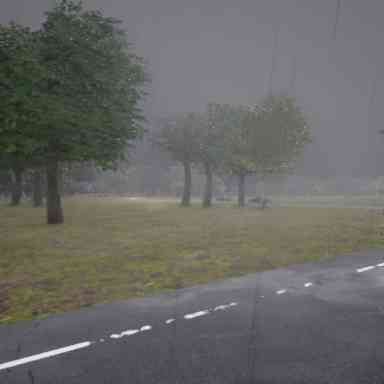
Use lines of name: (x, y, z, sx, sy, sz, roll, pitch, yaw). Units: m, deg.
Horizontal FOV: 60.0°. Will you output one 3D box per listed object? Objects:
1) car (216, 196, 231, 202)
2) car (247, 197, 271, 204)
car: (7.422, 1.538, 78.725, 1.994, 1.385, 4.181, 1, 0, -34)
car: (13.921, 1.665, 69.036, 2.033, 1.411, 5.357, 1, -1, -34)
